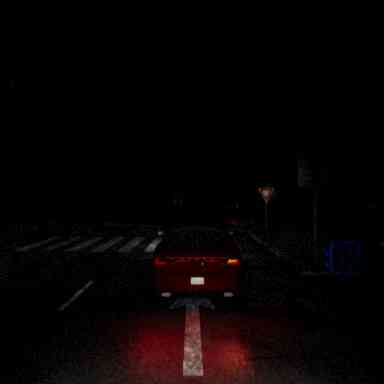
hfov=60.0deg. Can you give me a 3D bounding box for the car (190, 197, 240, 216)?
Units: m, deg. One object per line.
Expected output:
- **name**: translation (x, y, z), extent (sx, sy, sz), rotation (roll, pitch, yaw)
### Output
- **car**: translation (2.475, 1.545, 35.979), extent (5.566, 2.045, 2.150), rotation (2, 1, 36)

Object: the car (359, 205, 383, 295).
- **car**: translation (6.026, 1.227, 6.632), extent (5.566, 2.045, 2.435), rotation (1, 0, -20)

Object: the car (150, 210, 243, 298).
- **car**: translation (0.098, 1.467, 8.542), extent (1.882, 1.535, 5.008), rotation (0, 0, 0)
